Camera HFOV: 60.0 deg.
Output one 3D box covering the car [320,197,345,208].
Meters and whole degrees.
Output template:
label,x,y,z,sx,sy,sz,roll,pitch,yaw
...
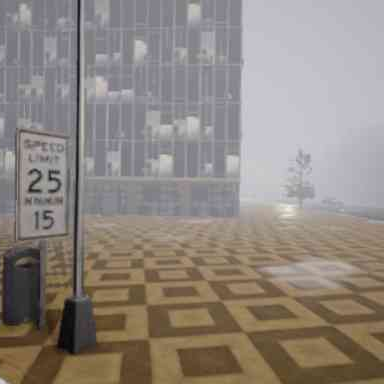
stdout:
label,x,y,z,sx,sy,sz,roll,pitch,yaw
car,20.454,1.407,48.770,2.033,1.411,5.357,1,0,3
